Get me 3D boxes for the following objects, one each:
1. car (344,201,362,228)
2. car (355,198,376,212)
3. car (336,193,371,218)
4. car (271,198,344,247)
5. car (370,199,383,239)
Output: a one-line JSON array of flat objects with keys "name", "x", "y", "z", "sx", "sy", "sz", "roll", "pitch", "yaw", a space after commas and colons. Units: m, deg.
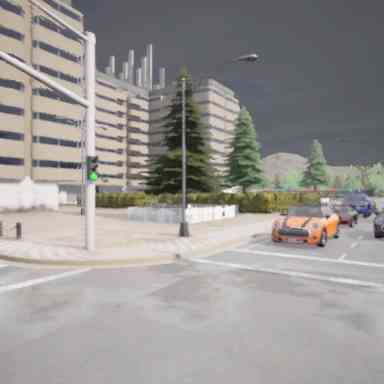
[{"name": "car", "x": 9.925, "y": 1.558, "z": 22.436, "sx": 1.994, "sy": 1.385, "sz": 4.181, "roll": 0, "pitch": 0, "yaw": 33}, {"name": "car", "x": 20.447, "y": 1.516, "z": 39.014, "sx": 1.812, "sy": 1.442, "sz": 4.674, "roll": 0, "pitch": 0, "yaw": 33}, {"name": "car", "x": 14.956, "y": 1.214, "z": 30.383, "sx": 2.150, "sy": 2.045, "sz": 5.566, "roll": 0, "pitch": 0, "yaw": 32}, {"name": "car", "x": 5.255, "y": 1.348, "z": 15.184, "sx": 2.097, "sy": 1.767, "sz": 4.553, "roll": 0, "pitch": 0, "yaw": 34}, {"name": "car", "x": 10.364, "y": 1.348, "z": 16.592, "sx": 2.097, "sy": 1.767, "sz": 4.553, "roll": 0, "pitch": 0, "yaw": 32}]
